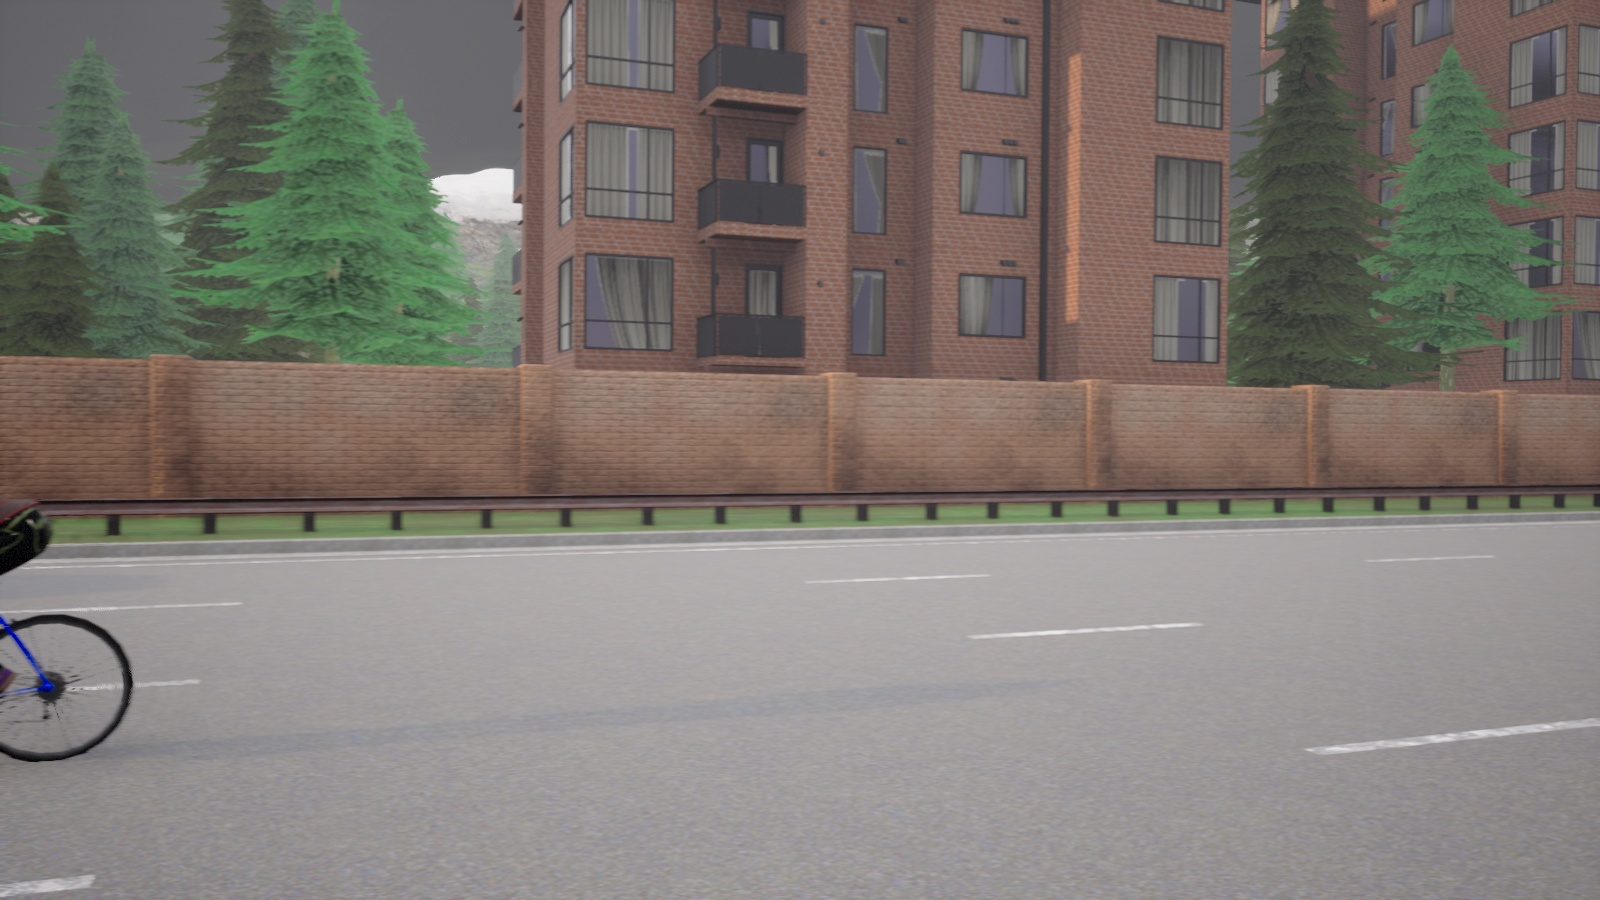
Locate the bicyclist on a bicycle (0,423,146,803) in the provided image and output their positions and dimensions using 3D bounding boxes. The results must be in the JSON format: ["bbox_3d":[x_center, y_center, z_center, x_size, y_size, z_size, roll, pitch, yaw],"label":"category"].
[{"bbox_3d":[-3.859,0.706,5.512,1.656,1.620,0.582,-2,1,-21],"label":"bicyclist on a bicycle"}]
